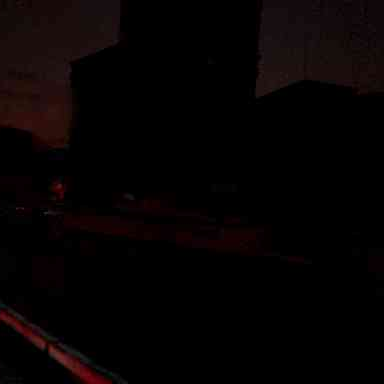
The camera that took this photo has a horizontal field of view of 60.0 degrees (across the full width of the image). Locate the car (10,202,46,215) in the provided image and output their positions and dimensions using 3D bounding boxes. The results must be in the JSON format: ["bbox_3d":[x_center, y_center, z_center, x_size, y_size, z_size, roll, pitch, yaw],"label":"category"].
[{"bbox_3d":[-19.816,1.982,40.528,2.033,1.411,5.357,4,-1,3],"label":"car"}]

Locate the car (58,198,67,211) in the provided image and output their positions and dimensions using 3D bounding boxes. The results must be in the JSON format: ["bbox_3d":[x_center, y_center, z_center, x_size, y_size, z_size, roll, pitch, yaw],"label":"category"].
[{"bbox_3d":[-18.274,2.013,51.824,2.150,2.045,5.566,5,-1,19],"label":"car"}]
